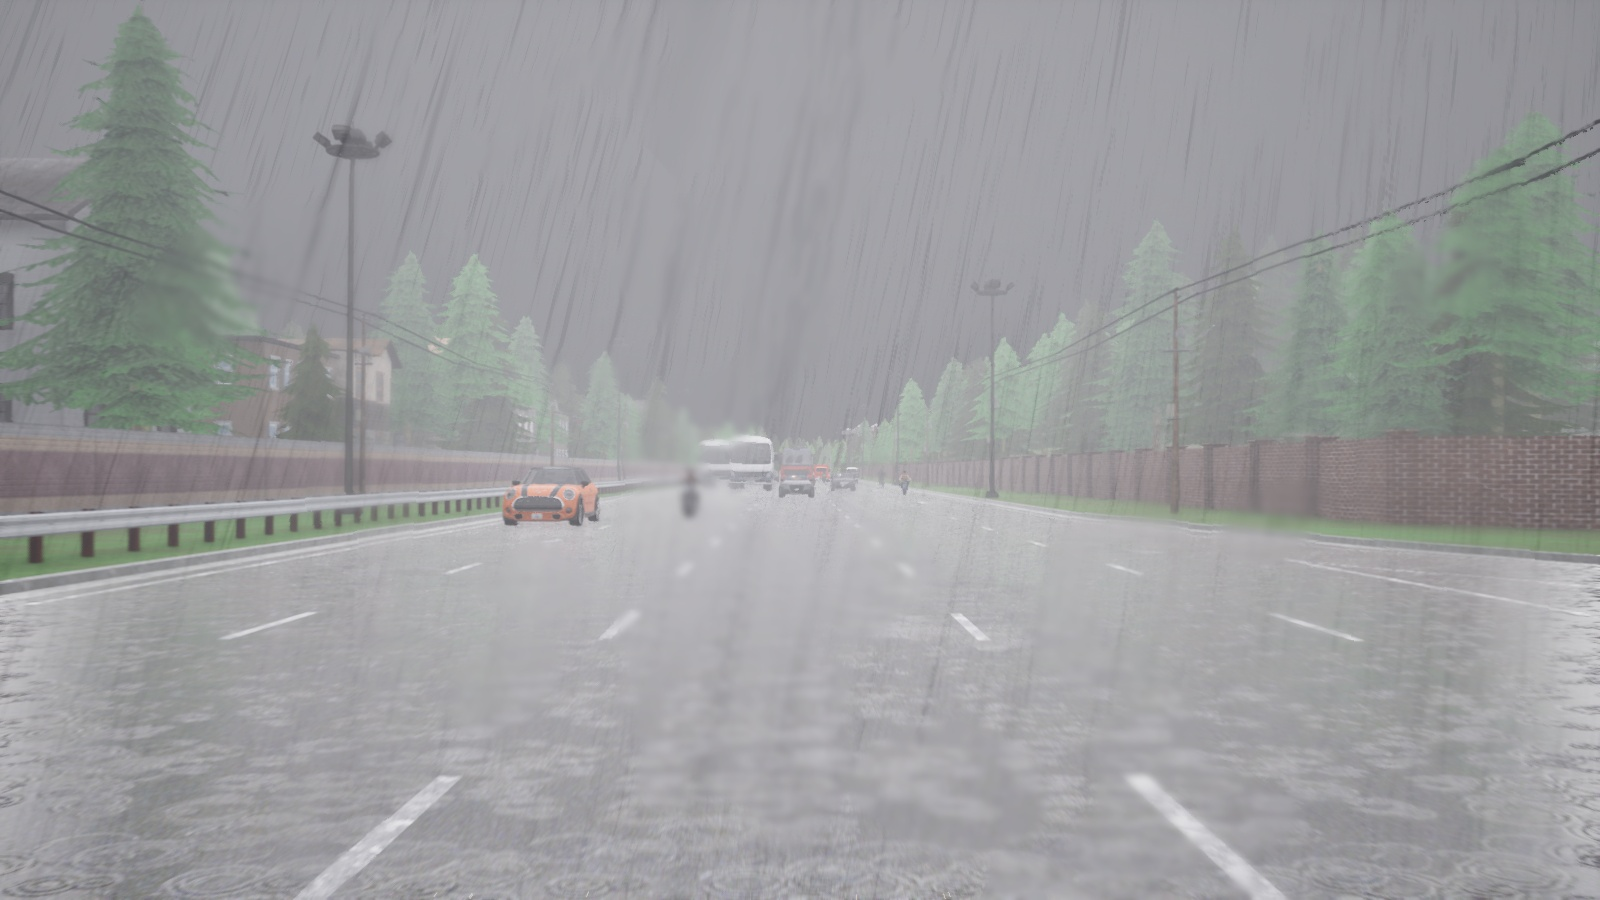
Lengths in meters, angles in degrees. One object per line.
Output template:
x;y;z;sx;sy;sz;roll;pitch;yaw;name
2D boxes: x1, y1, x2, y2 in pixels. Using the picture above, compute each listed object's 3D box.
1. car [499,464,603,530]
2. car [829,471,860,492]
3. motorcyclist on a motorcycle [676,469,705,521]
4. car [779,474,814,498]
-7.090;1.304;36.221;2.097;1.767;4.553;0;-1;0;car
3.267;2.322;94.061;2.128;1.511;4.902;0;-1;0;car
-3.603;1.471;41.590;0.766;1.649;2.350;0;-1;0;motorcyclist on a motorcycle
-0.183;2.112;74.117;1.994;1.385;4.181;0;-1;0;car
